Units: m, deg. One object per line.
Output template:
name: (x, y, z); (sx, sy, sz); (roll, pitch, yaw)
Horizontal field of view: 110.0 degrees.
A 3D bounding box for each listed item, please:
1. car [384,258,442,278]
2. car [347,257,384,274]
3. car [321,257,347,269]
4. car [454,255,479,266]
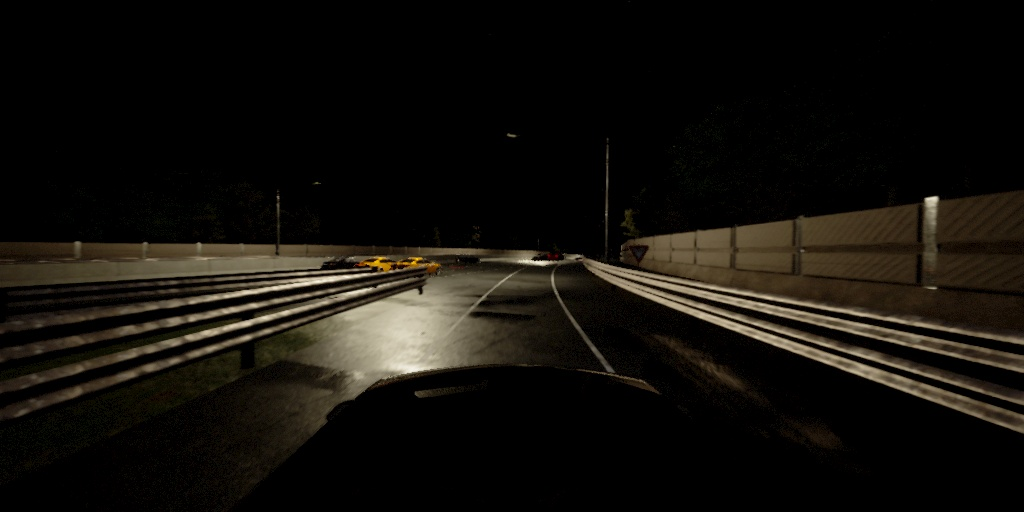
car: (-7.473, 0.880, 28.433); (1.882, 1.535, 5.008); (1, 1, 21)
car: (-10.737, 0.850, 29.705); (1.882, 1.535, 5.008); (0, 1, 21)
car: (-13.999, 0.843, 30.976); (2.128, 1.511, 4.902); (0, 1, 21)
car: (-6.293, 0.552, 50.738); (2.128, 1.511, 4.902); (0, 1, 21)
